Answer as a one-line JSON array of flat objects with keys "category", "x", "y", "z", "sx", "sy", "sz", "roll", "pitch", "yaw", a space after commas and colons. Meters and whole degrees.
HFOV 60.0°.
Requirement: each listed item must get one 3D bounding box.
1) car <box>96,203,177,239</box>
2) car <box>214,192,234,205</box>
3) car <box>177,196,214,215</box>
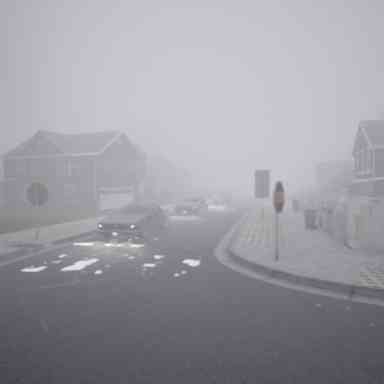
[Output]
[{"category": "car", "x": -2.536, "y": 1.241, "z": 15.919, "sx": 2.033, "sy": 1.411, "sz": 5.357, "roll": 0, "pitch": 1, "yaw": 12}, {"category": "car", "x": 3.862, "y": 0.729, "z": 40.629, "sx": 2.128, "sy": 1.511, "sz": 4.902, "roll": 0, "pitch": 1, "yaw": 17}, {"category": "car", "x": 0.112, "y": 1.031, "z": 27.204, "sx": 2.033, "sy": 1.411, "sz": 5.357, "roll": 0, "pitch": 1, "yaw": 14}]
